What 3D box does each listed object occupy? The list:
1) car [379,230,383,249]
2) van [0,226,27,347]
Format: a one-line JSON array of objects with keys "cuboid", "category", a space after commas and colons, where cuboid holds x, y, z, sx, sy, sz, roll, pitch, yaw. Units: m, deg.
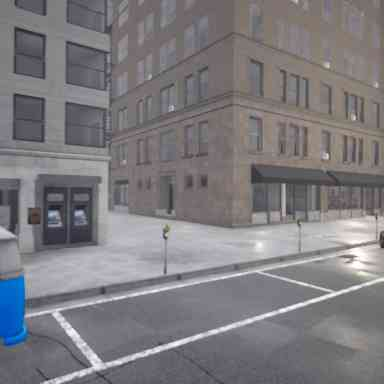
[{"cuboid": [9.298, 1.602, 13.398, 4.313, 1.339, 1.947, 0, 0, -36], "category": "car"}, {"cuboid": [-4.083, 1.339, 3.837, 3.998, 1.788, 1.690, 0, 1, -36], "category": "van"}]
